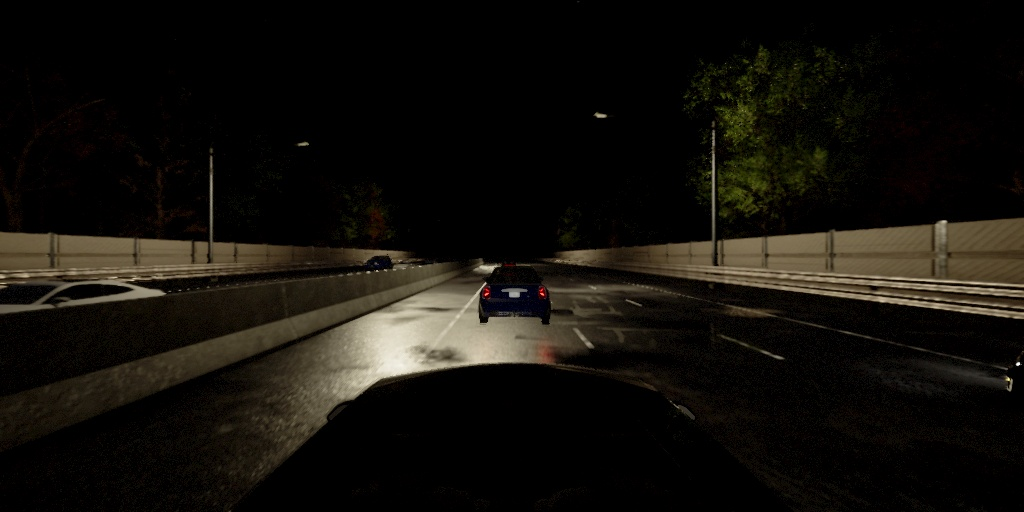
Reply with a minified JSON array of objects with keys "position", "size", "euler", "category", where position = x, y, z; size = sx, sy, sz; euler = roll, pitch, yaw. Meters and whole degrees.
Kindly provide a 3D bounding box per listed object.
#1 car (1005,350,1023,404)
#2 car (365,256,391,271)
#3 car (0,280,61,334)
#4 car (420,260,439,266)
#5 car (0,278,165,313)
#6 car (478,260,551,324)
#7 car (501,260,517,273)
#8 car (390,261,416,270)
[{"position":[7.094,1.251,2.380],"size":[1.837,1.490,4.892],"euler":[0,-1,0],"category":"car"},{"position":[-18.238,0.978,49.300],"size":[2.150,2.045,5.566],"euler":[0,0,-1],"category":"car"},{"position":[-14.119,1.355,8.110],"size":[1.895,1.301,4.718],"euler":[0,0,0],"category":"car"},{"position":[-11.237,1.306,49.245],"size":[2.033,1.411,5.357],"euler":[0,0,-1],"category":"car"},{"position":[-10.621,1.279,8.271],"size":[1.812,1.442,4.674],"euler":[0,0,0],"category":"car"},{"position":[0.056,1.104,12.192],"size":[2.097,1.767,4.553],"euler":[0,0,0],"category":"car"},{"position":[-0.431,1.264,44.280],"size":[1.837,1.490,4.892],"euler":[0,0,-1],"category":"car"},{"position":[-14.740,1.358,49.368],"size":[1.895,1.301,4.718],"euler":[0,0,-1],"category":"car"}]
